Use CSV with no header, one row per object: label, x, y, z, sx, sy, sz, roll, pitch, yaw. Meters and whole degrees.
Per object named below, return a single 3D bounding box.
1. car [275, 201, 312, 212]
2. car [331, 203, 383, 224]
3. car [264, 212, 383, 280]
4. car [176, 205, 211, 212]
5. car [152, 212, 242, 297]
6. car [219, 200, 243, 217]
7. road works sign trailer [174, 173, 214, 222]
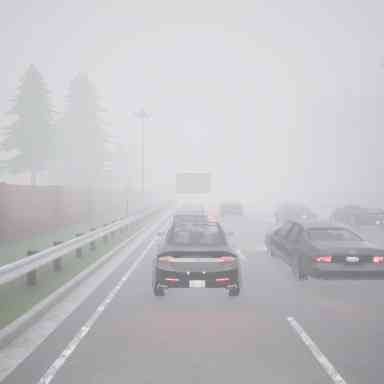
car,7.094,1.564,23.060,1.994,1.385,4.181,0,0,0
car,10.595,1.503,21.395,1.837,1.490,4.892,0,0,0
car,3.590,1.548,9.941,2.033,1.411,5.357,0,0,0
car,0.050,1.474,19.034,1.882,1.535,5.008,0,0,5
car,0.098,1.491,8.595,2.128,1.511,4.902,0,0,0
car,3.592,1.477,31.366,1.882,1.535,5.008,0,0,0
road works sign trailer,0.062,0.464,22.954,2.380,3.560,2.880,0,0,-1
